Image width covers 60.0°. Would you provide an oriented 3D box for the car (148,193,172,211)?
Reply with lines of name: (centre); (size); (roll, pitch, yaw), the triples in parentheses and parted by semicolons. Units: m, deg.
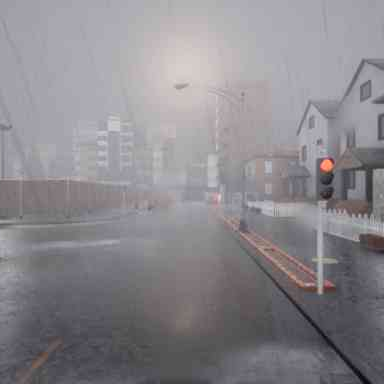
car: (-4.079, 1.205, 41.201); (2.150, 2.045, 5.566); (0, 0, 0)
